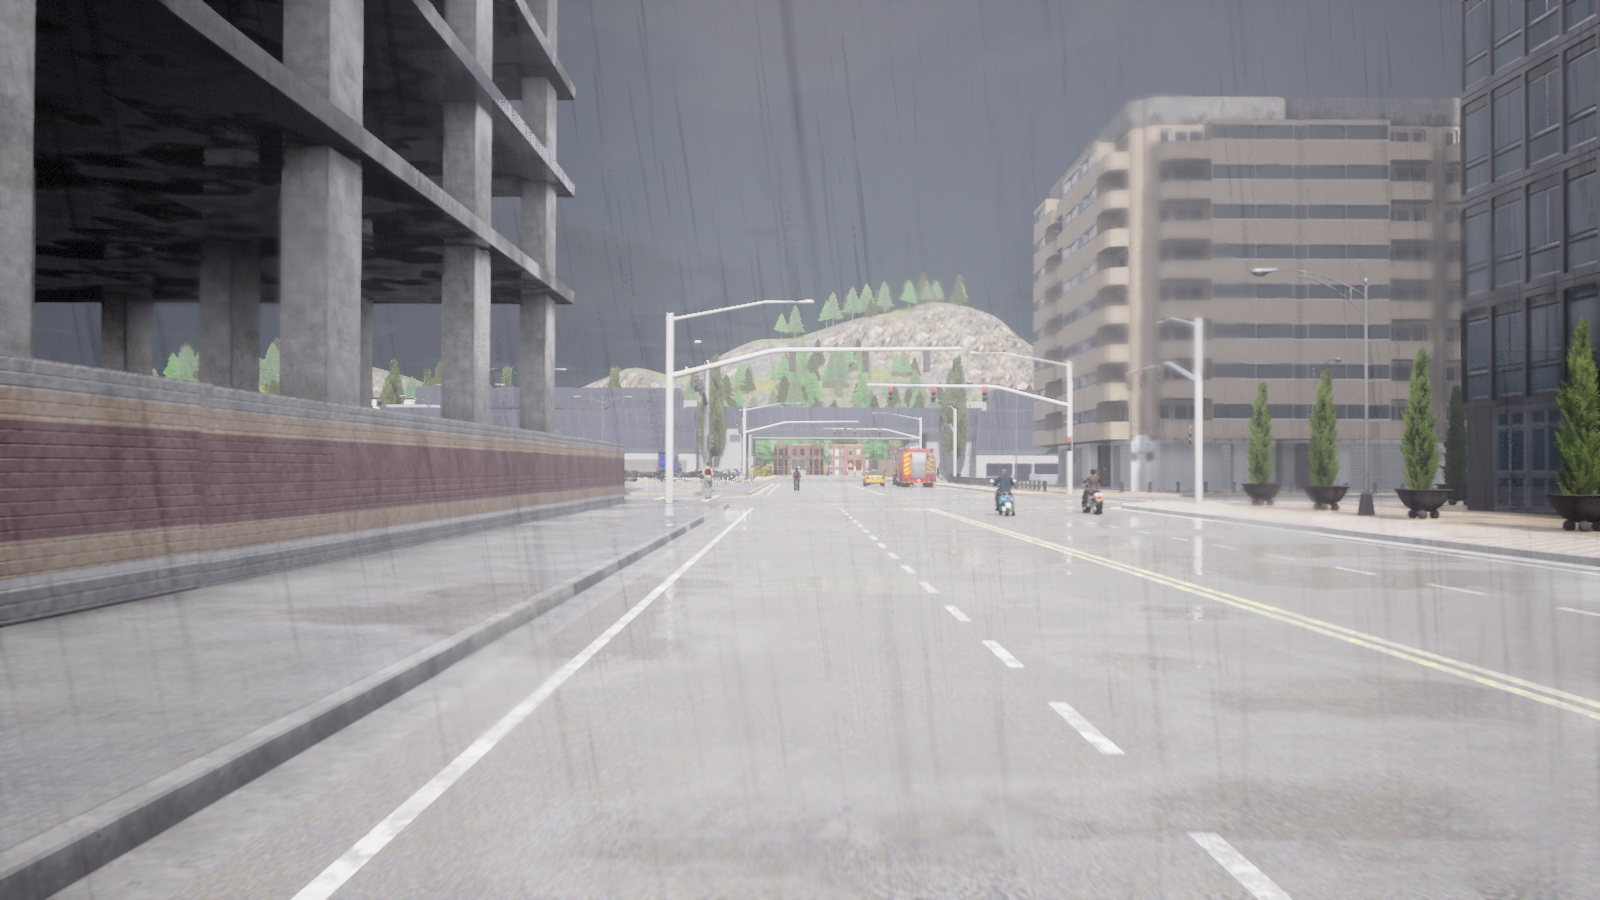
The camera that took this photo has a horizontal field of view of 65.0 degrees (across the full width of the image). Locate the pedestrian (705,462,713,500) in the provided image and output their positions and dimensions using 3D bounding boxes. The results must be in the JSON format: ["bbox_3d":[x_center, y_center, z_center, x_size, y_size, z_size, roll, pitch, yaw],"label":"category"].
[{"bbox_3d":[-4.469,1.519,61.659,0.345,1.836,0.594,0,-1,4],"label":"pedestrian"}]

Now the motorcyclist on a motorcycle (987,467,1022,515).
[{"bbox_3d":[6.898,1.381,42.490,0.866,1.590,1.817,0,-1,0],"label":"motorcyclist on a motorcycle"}]

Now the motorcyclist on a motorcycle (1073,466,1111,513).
[{"bbox_3d":[10.392,1.398,44.785,0.766,1.649,2.350,0,-1,0],"label":"motorcyclist on a motorcycle"}]
